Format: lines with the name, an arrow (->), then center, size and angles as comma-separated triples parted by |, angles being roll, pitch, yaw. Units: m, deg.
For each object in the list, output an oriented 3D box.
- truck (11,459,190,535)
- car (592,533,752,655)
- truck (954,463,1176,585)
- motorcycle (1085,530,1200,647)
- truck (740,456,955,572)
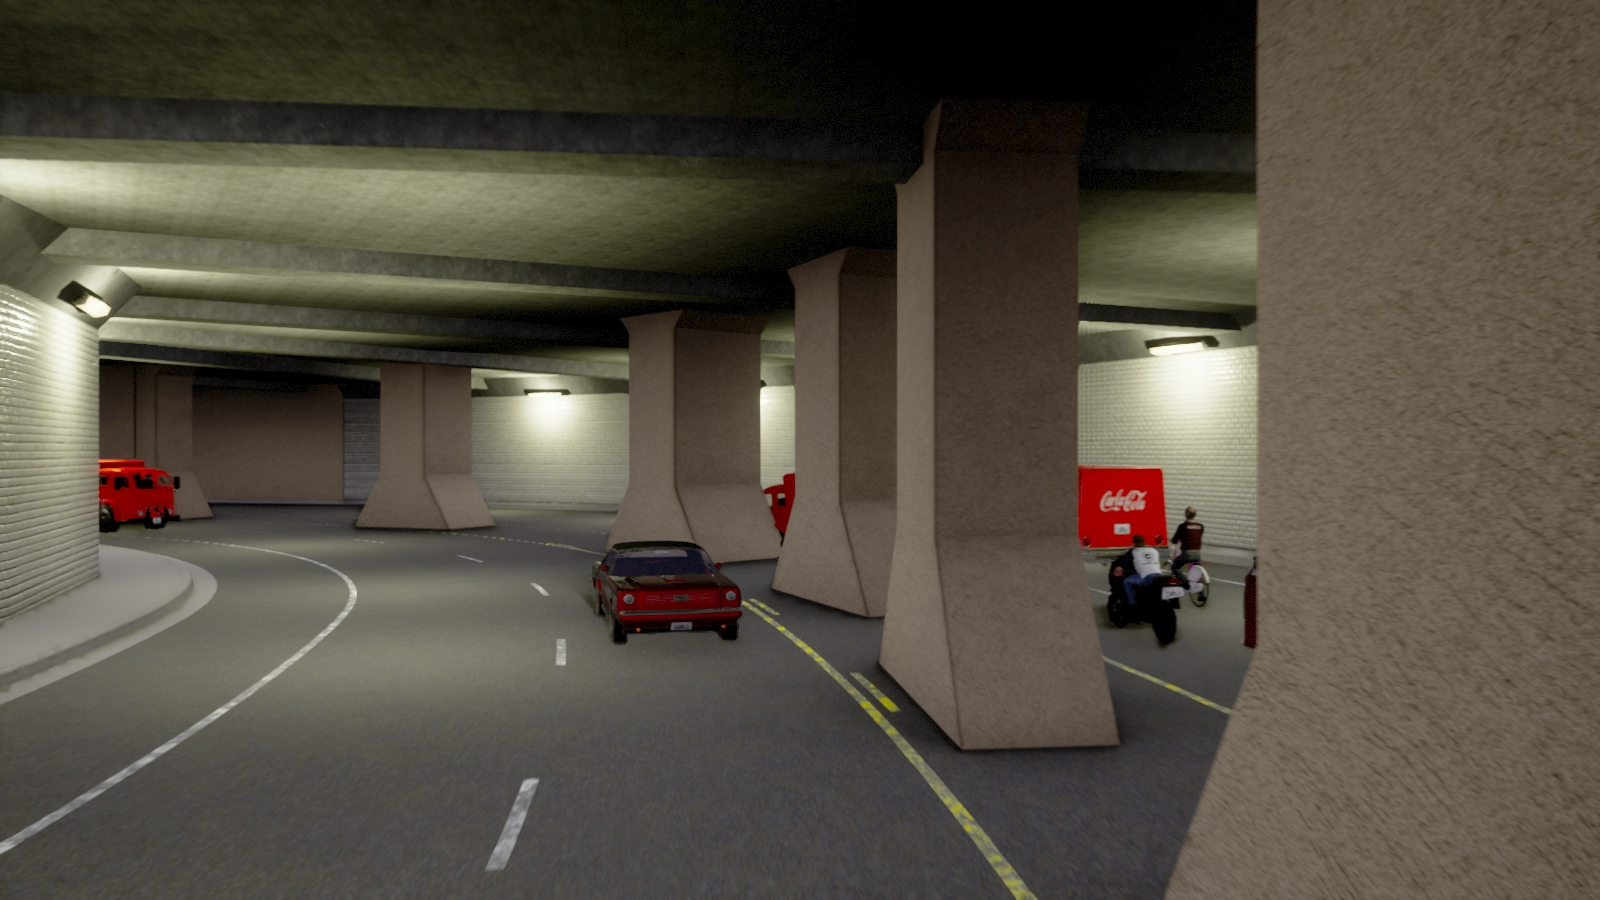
truck -> -24.292, 1.575, 39.714 | 5.204, 2.467, 2.627 | 0, 0, 20
car -> -2.184, 2.156, 18.168 | 1.895, 1.301, 4.718 | 0, 0, -14
truck -> 5.975, 1.567, 26.603 | 2.627, 2.467, 5.204 | 0, 0, -20
motorcycle -> 5.113, 2.032, 17.207 | 0.803, 1.505, 2.033 | 0, 0, -11
truck -> 1.130, 1.668, 29.845 | 2.627, 2.467, 5.204 | -8, 1, -37
